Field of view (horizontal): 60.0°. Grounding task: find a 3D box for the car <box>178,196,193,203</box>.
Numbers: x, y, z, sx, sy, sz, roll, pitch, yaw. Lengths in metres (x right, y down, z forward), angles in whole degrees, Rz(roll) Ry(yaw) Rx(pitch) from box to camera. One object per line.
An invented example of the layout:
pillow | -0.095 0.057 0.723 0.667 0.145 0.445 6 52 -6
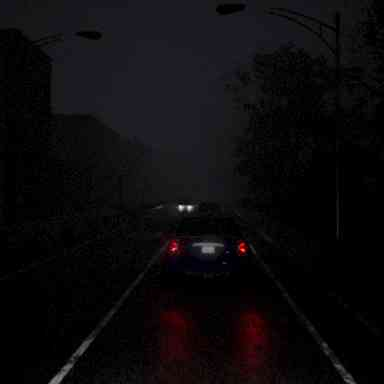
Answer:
car | -0.955 1.273 50.047 1.994 1.385 4.181 0 0 5

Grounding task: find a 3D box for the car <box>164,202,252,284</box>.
car | 0.492 1.351 9.760 2.097 1.767 4.553 0 0 3
